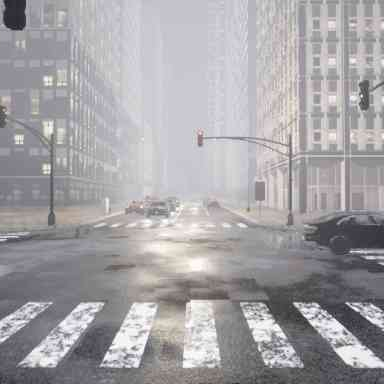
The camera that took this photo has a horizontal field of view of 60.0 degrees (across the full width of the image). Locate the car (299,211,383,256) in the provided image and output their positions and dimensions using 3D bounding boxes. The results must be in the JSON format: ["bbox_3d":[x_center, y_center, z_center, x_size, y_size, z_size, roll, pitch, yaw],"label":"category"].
[{"bbox_3d":[6.558,1.485,12.436,4.902,1.511,2.128,0,-1,0],"label":"car"}]

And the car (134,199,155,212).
[{"bbox_3d":[-5.528,1.597,39.339,1.802,1.307,4.206,1,0,0],"label":"car"}]

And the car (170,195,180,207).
[{"bbox_3d":[-2.905,1.371,49.826,2.097,1.767,4.553,0,0,0],"label":"car"}]

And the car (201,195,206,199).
[{"bbox_3d":[2.918,1.547,56.270,1.752,1.417,4.829,1,0,0],"label":"car"}]

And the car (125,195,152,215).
[{"bbox_3d":[-5.546,1.453,33.764,1.967,1.590,4.097,1,0,0],"label":"car"}]

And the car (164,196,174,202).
[{"bbox_3d":[-5.380,1.582,78.365,2.008,1.369,4.403,1,0,0],"label":"car"}]

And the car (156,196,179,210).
[{"bbox_3d":[-2.949,1.520,39.751,1.837,1.490,4.892,0,0,0],"label":"car"}]

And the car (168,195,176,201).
[{"bbox_3d":[-5.338,1.587,89.515,2.008,1.369,4.403,1,0,0],"label":"car"}]

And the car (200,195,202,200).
[{"bbox_3d":[2.937,1.590,61.677,1.947,1.339,4.313,1,0,0],"label":"car"}]

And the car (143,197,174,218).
[{"bbox_3d":[-2.985,1.516,30.302,1.837,1.490,4.892,0,0,0],"label":"car"}]

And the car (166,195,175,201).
[{"bbox_3d":[-5.359,1.578,83.940,1.887,1.381,4.507,1,0,0],"label":"car"}]

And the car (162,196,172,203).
[{"bbox_3d":[-5.401,1.573,72.790,1.887,1.381,4.507,1,0,0],"label":"car"}]

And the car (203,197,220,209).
[{"bbox_3d":[2.873,1.599,44.944,1.802,1.307,4.206,1,0,0],"label":"car"}]

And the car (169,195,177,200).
[{"bbox_3d":[-5.317,1.605,95.090,1.947,1.339,4.313,1,0,0],"label":"car"}]

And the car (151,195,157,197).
[{"bbox_3d":[-5.502,1.332,44.914,2.192,1.841,5.009,1,0,0],"label":"car"}]
